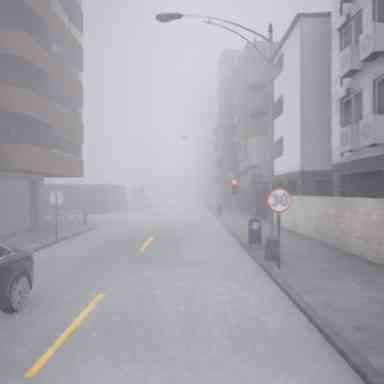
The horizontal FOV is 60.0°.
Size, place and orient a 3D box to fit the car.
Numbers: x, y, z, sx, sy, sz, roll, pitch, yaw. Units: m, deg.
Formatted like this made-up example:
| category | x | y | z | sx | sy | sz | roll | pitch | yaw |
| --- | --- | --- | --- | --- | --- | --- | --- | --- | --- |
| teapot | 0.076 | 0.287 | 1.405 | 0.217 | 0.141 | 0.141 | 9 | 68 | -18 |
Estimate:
| category | x | y | z | sx | sy | sz | roll | pitch | yaw |
| --- | --- | --- | --- | --- | --- | --- | --- | --- | --- |
| car | -4.120 | 1.506 | 4.853 | 2.128 | 1.511 | 4.902 | 0 | 0 | 0 |
